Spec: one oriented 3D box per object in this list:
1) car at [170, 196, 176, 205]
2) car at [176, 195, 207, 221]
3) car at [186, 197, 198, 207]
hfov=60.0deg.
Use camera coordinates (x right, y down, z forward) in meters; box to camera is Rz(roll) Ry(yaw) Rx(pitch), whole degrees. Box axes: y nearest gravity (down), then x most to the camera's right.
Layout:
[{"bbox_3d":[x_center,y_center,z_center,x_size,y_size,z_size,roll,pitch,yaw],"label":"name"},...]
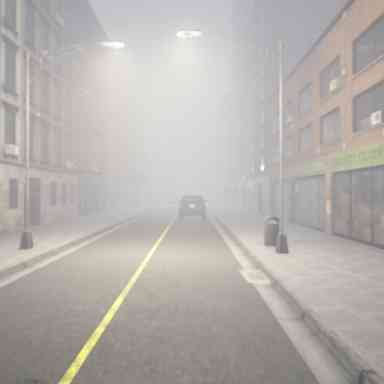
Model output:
[{"bbox_3d":[-3.043,1.546,61.180,1.837,1.490,4.892,0,0,1],"label":"car"},{"bbox_3d":[0.053,1.227,27.707,2.150,2.045,5.566,0,0,1],"label":"car"},{"bbox_3d":[-0.003,1.503,51.538,1.882,1.535,5.008,0,0,0],"label":"car"}]
